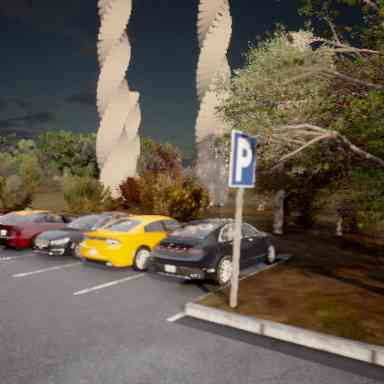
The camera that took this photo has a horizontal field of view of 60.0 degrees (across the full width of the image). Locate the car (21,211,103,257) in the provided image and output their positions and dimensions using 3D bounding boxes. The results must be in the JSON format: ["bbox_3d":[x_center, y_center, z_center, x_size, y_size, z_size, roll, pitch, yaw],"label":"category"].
[{"bbox_3d":[-3.571,1.554,12.960,2.231,1.521,4.892,0,0,36],"label":"car"}]

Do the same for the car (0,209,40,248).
[{"bbox_3d":[-5.790,1.597,14.584,2.163,1.488,4.792,0,0,36],"label":"car"}]

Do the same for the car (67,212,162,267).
[{"bbox_3d":[-1.342,1.538,11.343,2.097,1.535,5.008,0,0,36],"label":"car"}]

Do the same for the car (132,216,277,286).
[{"bbox_3d":[0.894,1.521,9.734,2.231,1.521,4.892,0,0,36],"label":"car"}]
